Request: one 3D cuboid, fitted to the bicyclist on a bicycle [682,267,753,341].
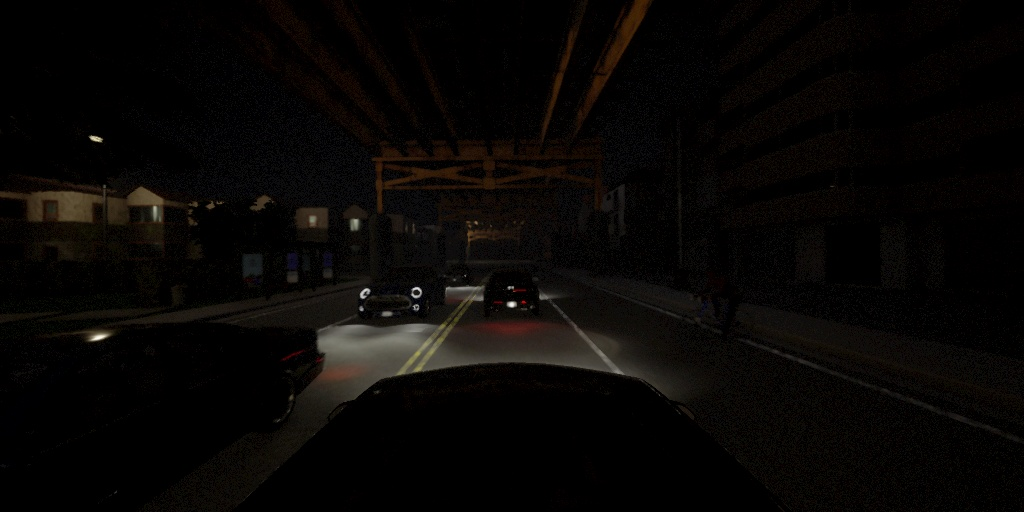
[{"bbox_3d":[4.663,1.084,8.142,1.656,1.620,0.582,0,0,-1],"label":"bicyclist on a bicycle"}]

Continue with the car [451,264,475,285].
[{"bbox_3d":[-3.834,1.294,26.019,1.812,1.442,4.674,-1,0,-1],"label":"car"}]

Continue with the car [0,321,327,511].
[{"bbox_3d":[-3.594,1.348,2.895,2.033,1.411,5.357,-1,0,-1],"label":"car"}]

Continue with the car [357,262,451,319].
[{"bbox_3d":[-3.733,1.119,12.853,2.097,1.767,4.553,-1,0,-1],"label":"car"}]

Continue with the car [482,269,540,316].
[{"bbox_3d":[-0.047,1.215,13.300,1.837,1.490,4.892,-1,0,-1],"label":"car"}]
